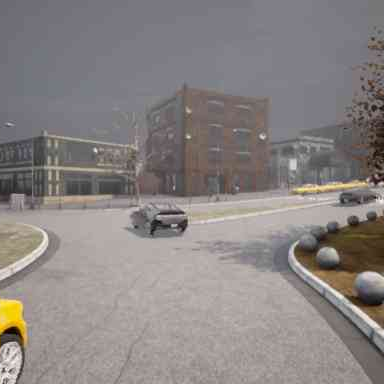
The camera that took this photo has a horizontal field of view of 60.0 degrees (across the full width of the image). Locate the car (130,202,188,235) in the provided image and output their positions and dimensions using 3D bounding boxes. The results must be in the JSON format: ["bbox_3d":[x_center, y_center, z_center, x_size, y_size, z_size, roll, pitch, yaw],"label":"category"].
[{"bbox_3d":[-1.879,1.300,17.557,2.128,1.511,4.902,0,1,-26],"label":"car"}]

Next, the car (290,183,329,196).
[{"bbox_3d":[15.709,-0.386,45.328,5.366,1.575,1.946,-4,3,-32],"label":"car"}]

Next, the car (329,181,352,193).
[{"bbox_3d":[20.371,-0.749,48.266,5.366,1.575,1.946,-4,3,-32],"label":"car"}]

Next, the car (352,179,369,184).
[{"bbox_3d":[25.030,-1.109,51.214,5.366,1.575,1.946,-4,3,-32],"label":"car"}]

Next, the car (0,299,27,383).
[{"bbox_3d":[-2.927,1.455,1.888,1.882,1.535,5.008,0,1,2],"label":"car"}]

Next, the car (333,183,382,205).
[{"bbox_3d":[15.572,0.323,30.872,4.892,1.490,1.837,-5,3,-36],"label":"car"}]
